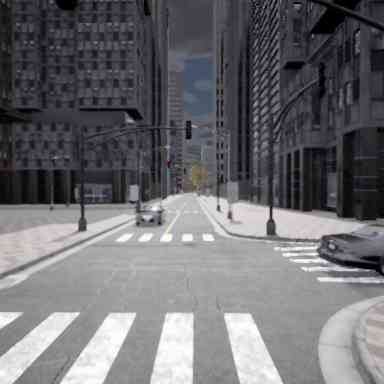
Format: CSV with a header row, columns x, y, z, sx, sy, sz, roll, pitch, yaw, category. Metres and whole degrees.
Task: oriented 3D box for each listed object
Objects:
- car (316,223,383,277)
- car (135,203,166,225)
x,y,z,sx,sy,sz,roll,pitch,yaw,category
6.557,1.610,9.853,5.357,1.411,2.033,0,1,-5,car
-3.069,1.636,25.301,2.128,1.511,4.902,0,0,0,car
